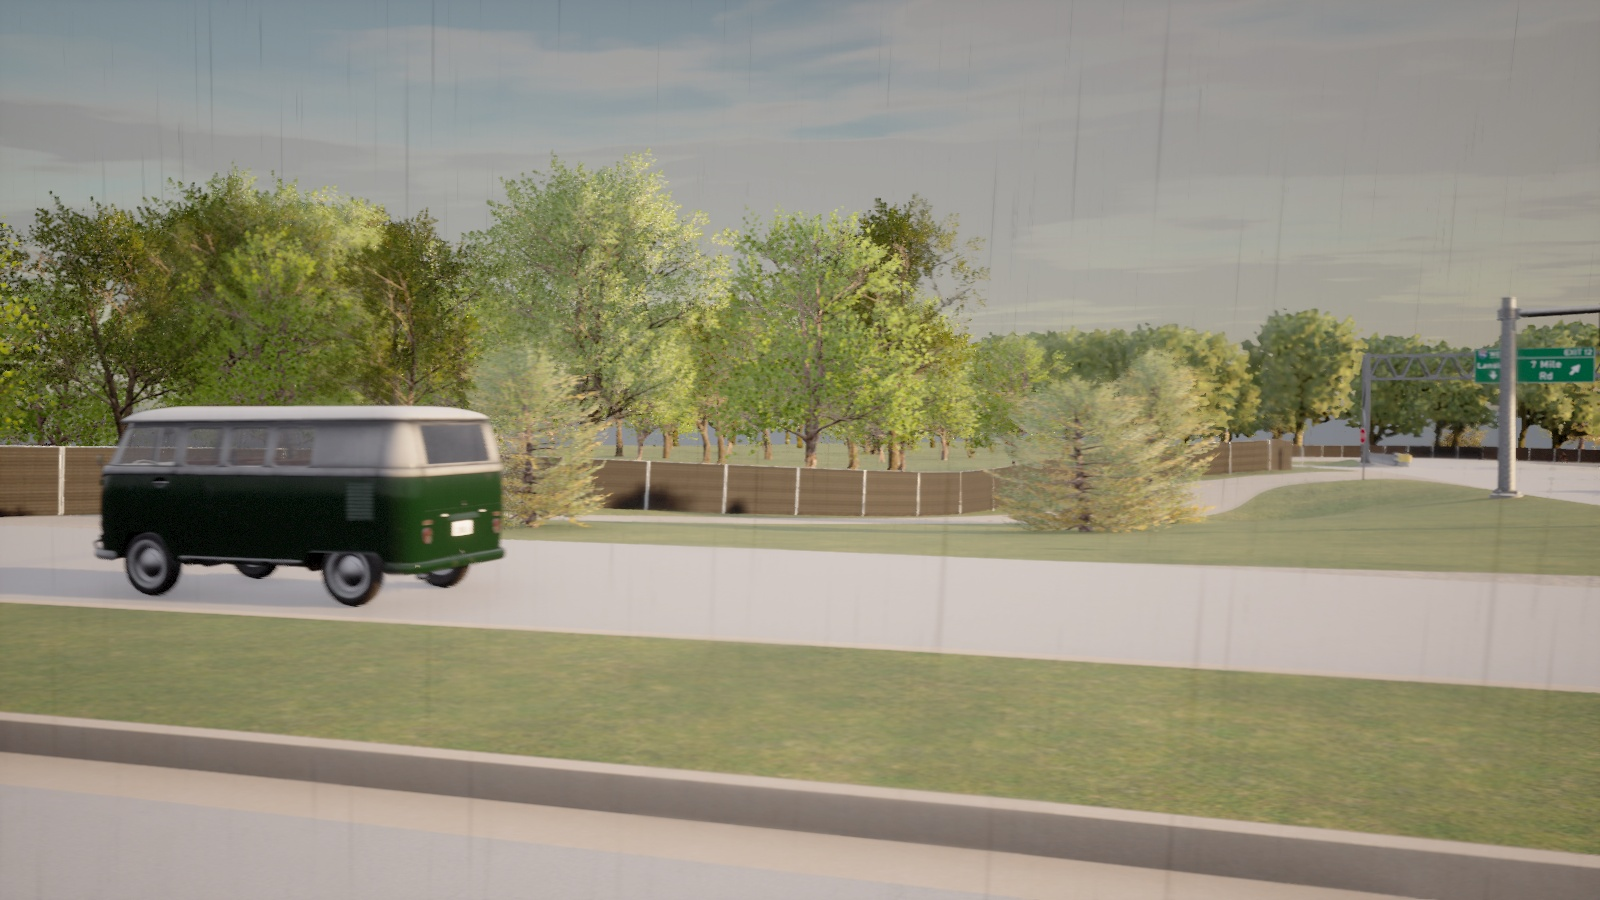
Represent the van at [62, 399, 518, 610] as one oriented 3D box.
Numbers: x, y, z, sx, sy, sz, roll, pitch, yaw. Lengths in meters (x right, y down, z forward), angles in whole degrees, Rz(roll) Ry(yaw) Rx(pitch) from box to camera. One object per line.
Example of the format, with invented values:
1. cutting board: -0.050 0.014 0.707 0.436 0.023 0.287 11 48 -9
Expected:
1. van: -5.416 0.477 13.386 4.442 1.987 1.775 1 1 20
